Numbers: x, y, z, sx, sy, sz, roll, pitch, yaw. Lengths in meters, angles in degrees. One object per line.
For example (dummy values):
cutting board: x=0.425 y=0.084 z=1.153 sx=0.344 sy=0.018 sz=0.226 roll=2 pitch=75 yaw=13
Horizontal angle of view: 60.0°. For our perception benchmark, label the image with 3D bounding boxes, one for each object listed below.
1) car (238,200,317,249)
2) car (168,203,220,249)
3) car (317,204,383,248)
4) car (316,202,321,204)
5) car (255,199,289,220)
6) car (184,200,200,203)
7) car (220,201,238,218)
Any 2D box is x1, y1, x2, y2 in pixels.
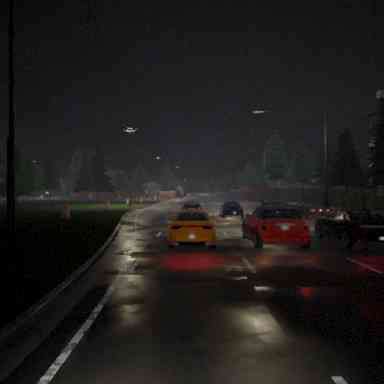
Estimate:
car: x=3.500 y=1.363 z=14.620 sx=2.097 sy=1.767 sz=4.553 roll=0 pitch=0 yaw=0
car: x=0.000 y=1.482 z=14.650 sx=1.882 sy=1.535 sz=5.008 roll=0 pitch=0 yaw=0
car: x=7.000 y=1.492 z=14.650 sx=2.128 sy=1.511 sz=4.902 roll=0 pitch=0 yaw=0
car: x=10.500 y=1.561 z=29.650 sx=2.033 sy=1.411 sz=5.357 roll=0 pitch=0 yaw=0
car: x=7.000 y=1.482 z=29.650 sx=1.882 sy=1.535 sz=5.008 roll=0 pitch=0 yaw=0
car: x=0.000 y=1.493 z=29.650 sx=2.128 sy=1.511 sz=4.902 roll=0 pitch=0 yaw=0
car: x=3.500 y=1.531 z=29.650 sx=1.812 sy=1.442 sz=4.674 roll=0 pitch=0 yaw=0
